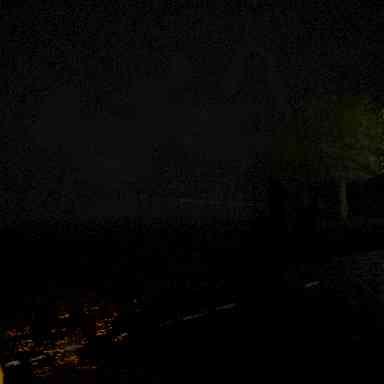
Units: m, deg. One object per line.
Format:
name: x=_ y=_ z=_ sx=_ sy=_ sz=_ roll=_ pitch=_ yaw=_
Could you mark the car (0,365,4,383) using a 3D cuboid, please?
car: x=-3.657 y=1.475 z=1.379 sx=5.008 sy=1.535 sz=1.882 roll=0 pitch=0 yaw=-36
